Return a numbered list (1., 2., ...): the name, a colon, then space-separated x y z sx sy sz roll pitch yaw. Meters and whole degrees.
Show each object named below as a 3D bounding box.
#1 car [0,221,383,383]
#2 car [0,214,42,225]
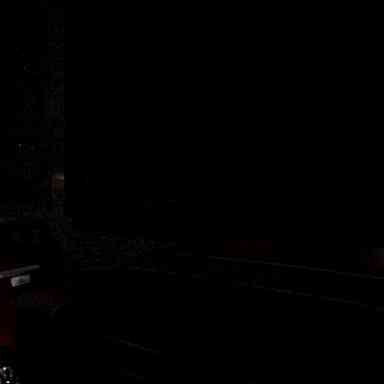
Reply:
1. car: 0.245 1.317 2.784 5.009 1.841 2.192 0 0 36
2. car: -4.343 1.326 6.059 5.009 1.841 2.192 0 0 36
